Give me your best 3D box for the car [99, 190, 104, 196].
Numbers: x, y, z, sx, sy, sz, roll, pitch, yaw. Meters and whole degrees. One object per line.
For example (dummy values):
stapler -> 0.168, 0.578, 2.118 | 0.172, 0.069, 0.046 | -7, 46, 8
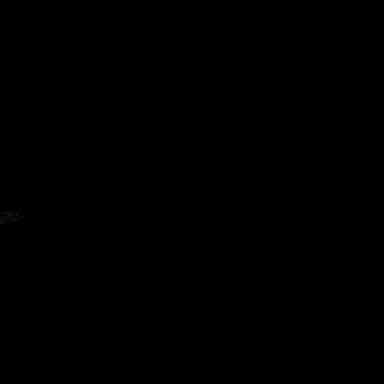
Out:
car -> -19.774, 0.155, 70.545 | 1.994, 1.385, 4.181 | 0, 3, -13

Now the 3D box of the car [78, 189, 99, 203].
car -> -16.594, 0.581, 52.600 | 2.150, 2.045, 5.566 | -1, 2, -8
